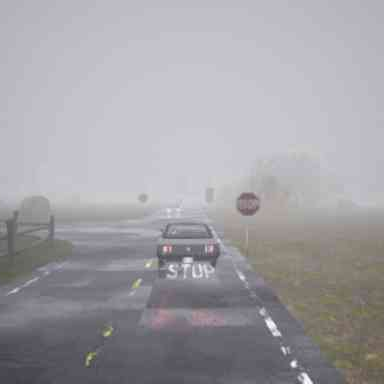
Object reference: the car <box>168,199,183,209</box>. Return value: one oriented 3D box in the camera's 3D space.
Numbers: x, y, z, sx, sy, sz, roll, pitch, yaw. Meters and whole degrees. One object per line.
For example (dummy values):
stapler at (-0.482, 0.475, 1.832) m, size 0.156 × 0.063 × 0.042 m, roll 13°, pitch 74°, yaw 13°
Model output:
car at (-2.922, 1.970, 54.084) m, size 1.812 × 1.442 × 4.674 m, roll 0°, pitch 0°, yaw 0°

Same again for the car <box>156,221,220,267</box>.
car at (-0.200, 1.691, 11.818) m, size 1.895 × 1.301 × 4.718 m, roll 0°, pitch 0°, yaw -2°

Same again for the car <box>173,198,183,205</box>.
car at (-2.876, 2.076, 70.256) m, size 1.994 × 1.385 × 4.181 m, roll 0°, pitch -1°, yaw 0°
